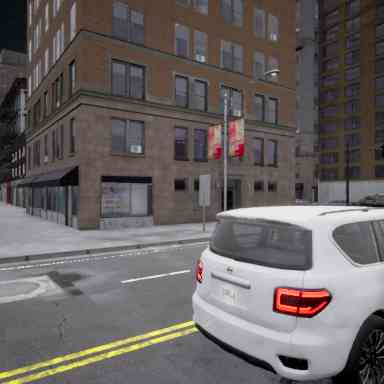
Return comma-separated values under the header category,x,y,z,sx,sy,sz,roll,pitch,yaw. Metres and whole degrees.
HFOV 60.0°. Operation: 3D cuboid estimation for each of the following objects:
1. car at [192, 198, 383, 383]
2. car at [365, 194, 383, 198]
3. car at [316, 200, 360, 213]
category,x,y,z,sx,sy,sz,roll,pitch,yaw
car,2.618,1.222,5.294,5.566,2.045,2.150,0,0,-35
car,17.913,1.236,32.358,5.566,2.045,2.150,0,1,43
car,16.945,1.596,38.714,1.947,1.339,4.313,0,0,-35
